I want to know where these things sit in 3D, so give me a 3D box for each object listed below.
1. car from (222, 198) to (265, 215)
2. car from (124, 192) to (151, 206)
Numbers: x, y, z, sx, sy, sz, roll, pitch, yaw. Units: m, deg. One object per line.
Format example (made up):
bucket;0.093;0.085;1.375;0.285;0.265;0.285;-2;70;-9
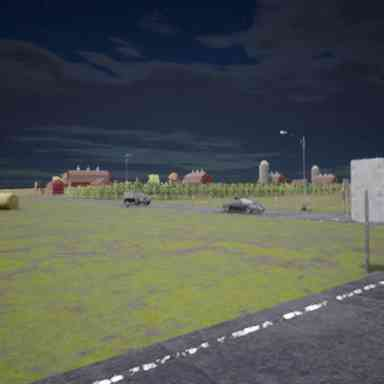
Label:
car;4.787;1.294;31.589;1.812;1.442;4.674;-2;1;-37
car;-8.219;1.028;49.669;2.150;2.045;5.566;-2;1;-35
